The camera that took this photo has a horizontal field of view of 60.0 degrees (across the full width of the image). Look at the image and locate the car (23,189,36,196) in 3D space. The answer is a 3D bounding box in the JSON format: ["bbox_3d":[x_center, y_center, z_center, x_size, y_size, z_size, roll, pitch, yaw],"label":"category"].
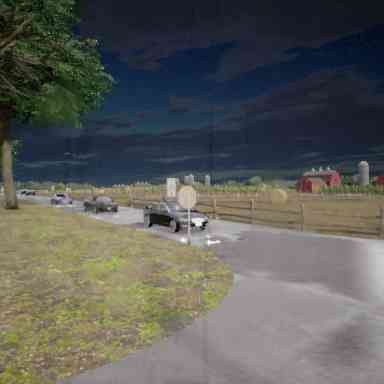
[{"bbox_3d":[-40.726,0.230,83.888,1.882,1.535,5.008,-1,1,-33],"label":"car"}]

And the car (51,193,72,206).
[{"bbox_3d":[-16.353,0.870,41.550,1.812,1.442,4.674,-1,2,-33],"label":"car"}]

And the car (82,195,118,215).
[{"bbox_3d":[-7.997,1.034,28.739,1.882,1.535,5.008,-1,1,-33],"label":"car"}]

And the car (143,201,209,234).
[{"bbox_3d":[-1.010,1.252,18.070,2.128,1.511,4.902,-1,2,-33],"label":"car"}]
